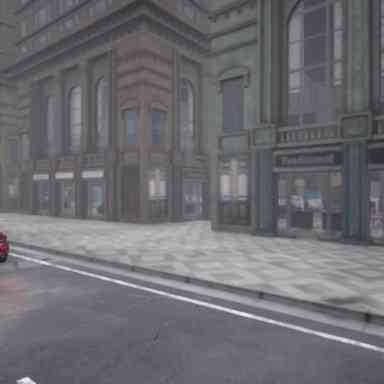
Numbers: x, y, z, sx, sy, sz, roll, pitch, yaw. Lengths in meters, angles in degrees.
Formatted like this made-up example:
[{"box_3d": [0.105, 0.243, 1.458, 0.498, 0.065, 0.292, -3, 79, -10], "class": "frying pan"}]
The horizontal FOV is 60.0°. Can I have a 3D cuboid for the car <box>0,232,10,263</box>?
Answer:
[{"box_3d": [-7.596, 1.549, 10.794, 4.674, 1.442, 1.812, 0, 0, 39], "class": "car"}]
